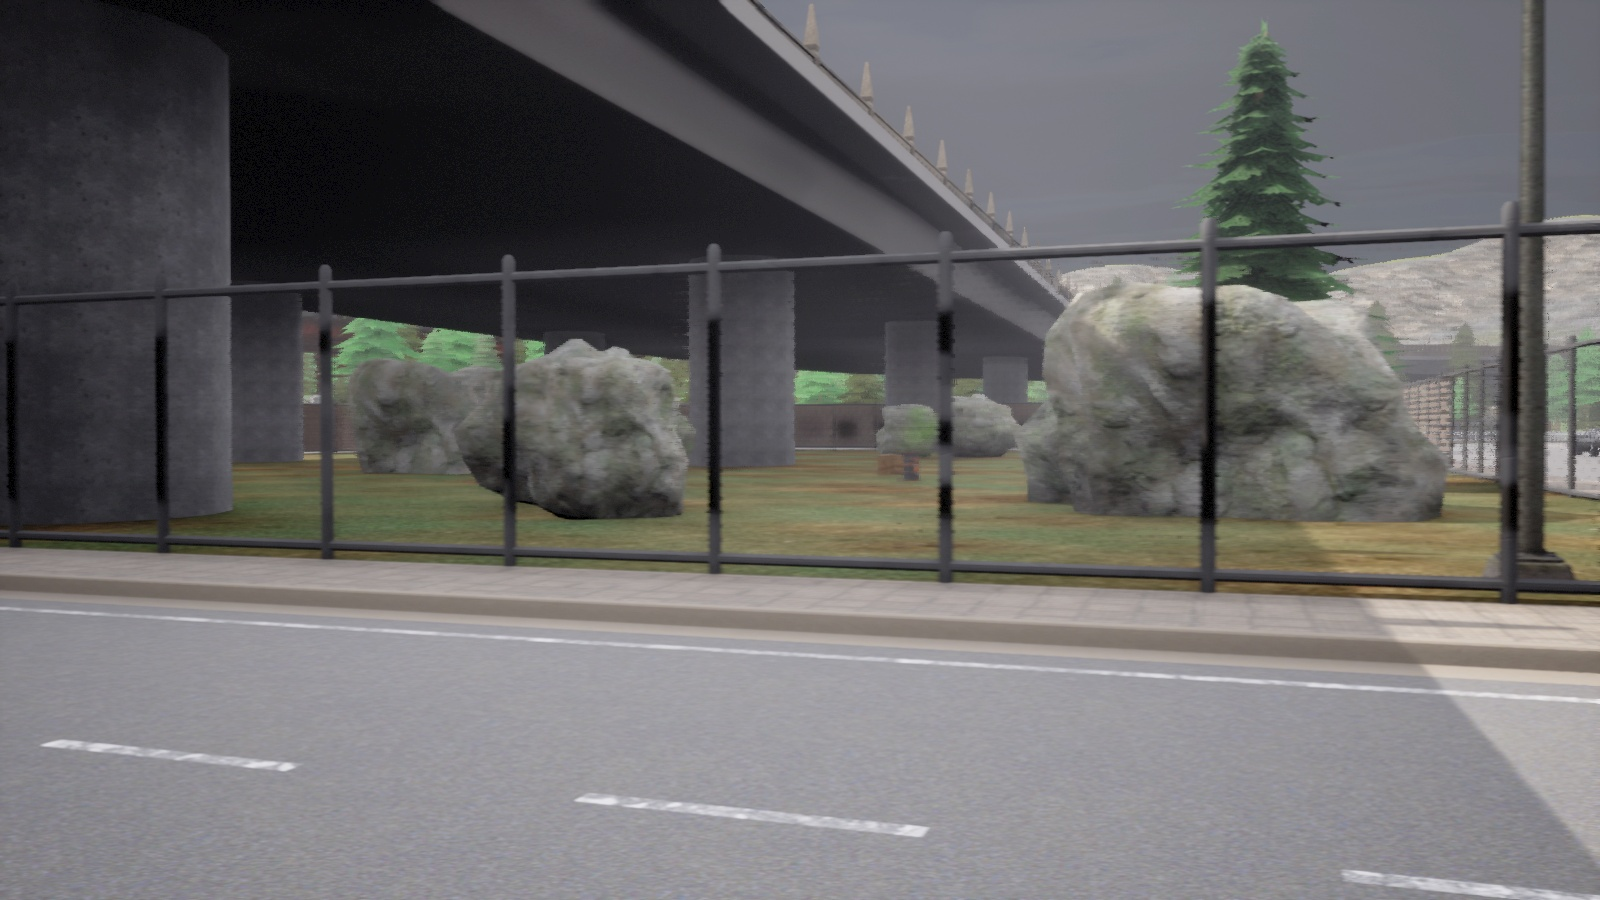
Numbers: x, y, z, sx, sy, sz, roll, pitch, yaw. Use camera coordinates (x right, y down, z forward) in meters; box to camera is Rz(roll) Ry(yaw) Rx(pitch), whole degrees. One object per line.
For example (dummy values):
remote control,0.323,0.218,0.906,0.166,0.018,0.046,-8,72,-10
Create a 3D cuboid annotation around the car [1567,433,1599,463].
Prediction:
car,41.731,-0.131,65.311,2.128,1.511,4.902,1,1,19
